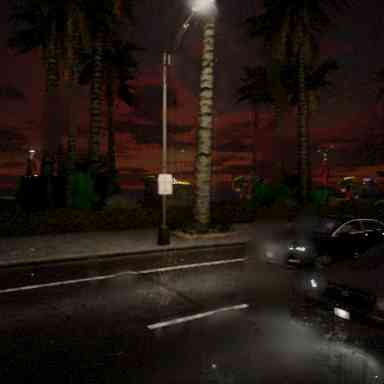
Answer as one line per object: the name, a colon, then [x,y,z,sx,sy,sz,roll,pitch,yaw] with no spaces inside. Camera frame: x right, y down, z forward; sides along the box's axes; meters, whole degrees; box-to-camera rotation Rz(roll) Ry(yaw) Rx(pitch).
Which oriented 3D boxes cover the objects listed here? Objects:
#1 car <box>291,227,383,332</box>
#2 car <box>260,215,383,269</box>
car: [4.728,1.538,6.517,5.357,1.411,2.033,0,0,-28]
car: [4.344,1.465,10.134,4.902,1.511,2.128,0,0,-27]
